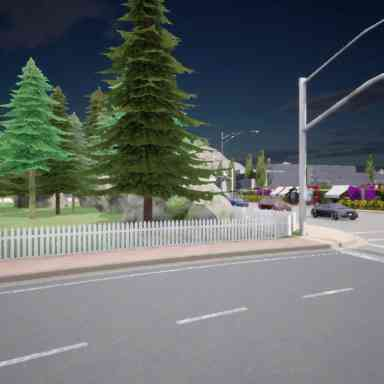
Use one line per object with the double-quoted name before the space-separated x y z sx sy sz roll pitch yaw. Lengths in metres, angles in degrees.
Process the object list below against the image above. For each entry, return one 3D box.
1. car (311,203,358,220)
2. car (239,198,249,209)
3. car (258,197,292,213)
"car" 12.066 1.619 28.416 1.994 1.385 4.181 0 0 -16
"car" 6.382 1.533 47.601 1.882 1.535 5.008 0 0 -17
"car" 9.312 1.407 37.707 2.097 1.767 4.553 0 0 -16
